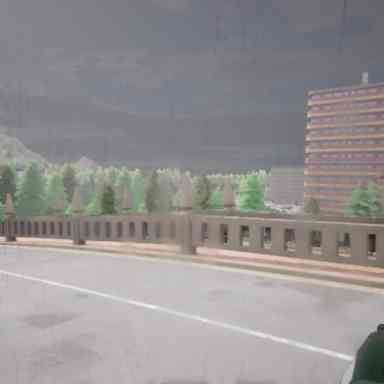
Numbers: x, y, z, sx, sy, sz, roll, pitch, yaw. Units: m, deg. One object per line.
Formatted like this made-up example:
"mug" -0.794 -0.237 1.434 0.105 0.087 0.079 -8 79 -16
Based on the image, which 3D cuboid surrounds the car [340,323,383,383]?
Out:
"car" 3.284 1.619 1.651 4.718 1.301 1.895 1 0 35
